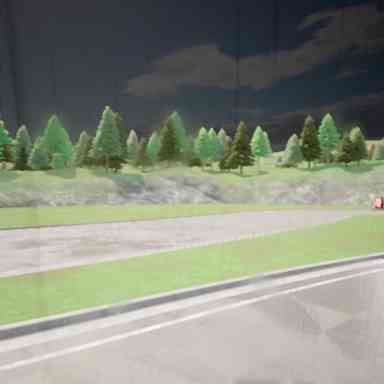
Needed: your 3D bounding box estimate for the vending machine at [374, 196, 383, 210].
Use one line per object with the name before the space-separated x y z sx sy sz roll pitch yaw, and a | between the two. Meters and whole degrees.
vending machine | 28.888 1.727 51.442 0.880 2.100 1.100 0 0 10
